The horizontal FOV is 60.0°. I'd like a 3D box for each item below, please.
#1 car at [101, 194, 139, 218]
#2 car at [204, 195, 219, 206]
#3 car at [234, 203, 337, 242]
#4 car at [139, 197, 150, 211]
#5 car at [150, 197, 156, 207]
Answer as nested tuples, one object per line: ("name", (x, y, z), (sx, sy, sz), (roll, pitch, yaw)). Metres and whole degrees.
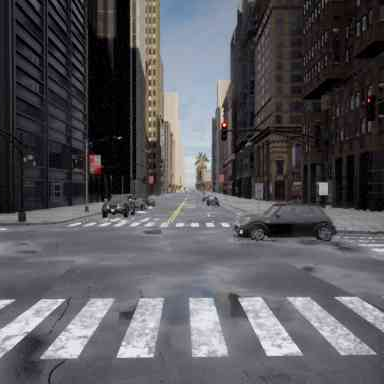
("car", (-6.638, 1.191, 30.636), (2.150, 2.045, 5.566), (0, 0, 0))
("car", (3.275, 1.453, 53.382), (1.812, 1.442, 4.674), (0, 0, 0))
("car", (4.296, 1.342, 15.813), (4.553, 1.767, 2.097), (0, 0, 0))
("car", (-6.642, 1.456, 40.510), (1.837, 1.490, 4.892), (0, 0, 0))
("car", (-6.663, 1.497, 50.533), (1.994, 1.385, 4.181), (0, 0, -1))
